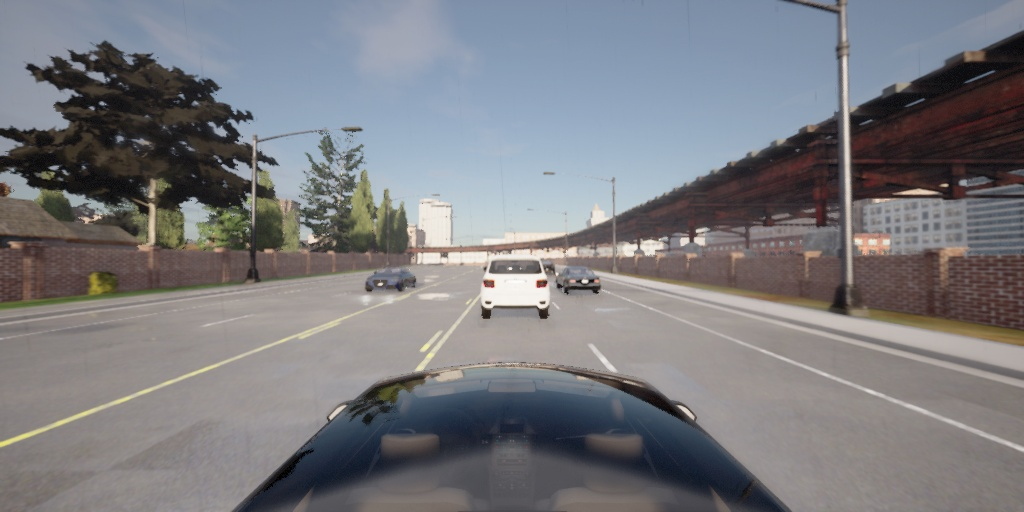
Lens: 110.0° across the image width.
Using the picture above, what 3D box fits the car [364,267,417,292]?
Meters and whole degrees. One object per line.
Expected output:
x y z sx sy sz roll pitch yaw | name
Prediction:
-6.996 1.319 21.039 1.994 1.385 4.181 0 0 0 | car

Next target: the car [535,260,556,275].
3.609 1.220 39.516 1.882 1.535 5.008 0 0 0 | car

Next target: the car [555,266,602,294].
3.604 1.294 20.224 2.033 1.411 5.357 0 0 0 | car

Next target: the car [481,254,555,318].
0.102 0.969 13.121 2.150 2.045 5.566 0 0 0 | car
